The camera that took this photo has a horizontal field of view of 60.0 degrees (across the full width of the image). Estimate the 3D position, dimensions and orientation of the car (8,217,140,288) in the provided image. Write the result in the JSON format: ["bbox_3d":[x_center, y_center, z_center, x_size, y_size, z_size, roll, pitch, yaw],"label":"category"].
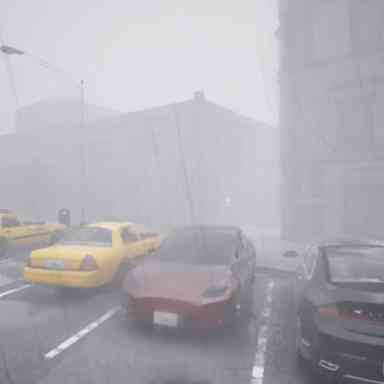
[{"bbox_3d":[-2.065,1.452,9.134,1.946,1.575,5.366,0,-1,16],"label":"car"}]

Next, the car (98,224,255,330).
[{"bbox_3d":[0.262,1.496,7.221,2.163,1.488,4.792,1,0,16],"label":"car"}]

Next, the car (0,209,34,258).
[{"bbox_3d":[-6.837,1.427,12.536,1.946,1.575,5.366,0,-1,15],"label":"car"}]

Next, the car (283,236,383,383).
[{"bbox_3d":[2.659,1.482,5.543,2.231,1.521,4.892,0,-1,16],"label":"car"}]
